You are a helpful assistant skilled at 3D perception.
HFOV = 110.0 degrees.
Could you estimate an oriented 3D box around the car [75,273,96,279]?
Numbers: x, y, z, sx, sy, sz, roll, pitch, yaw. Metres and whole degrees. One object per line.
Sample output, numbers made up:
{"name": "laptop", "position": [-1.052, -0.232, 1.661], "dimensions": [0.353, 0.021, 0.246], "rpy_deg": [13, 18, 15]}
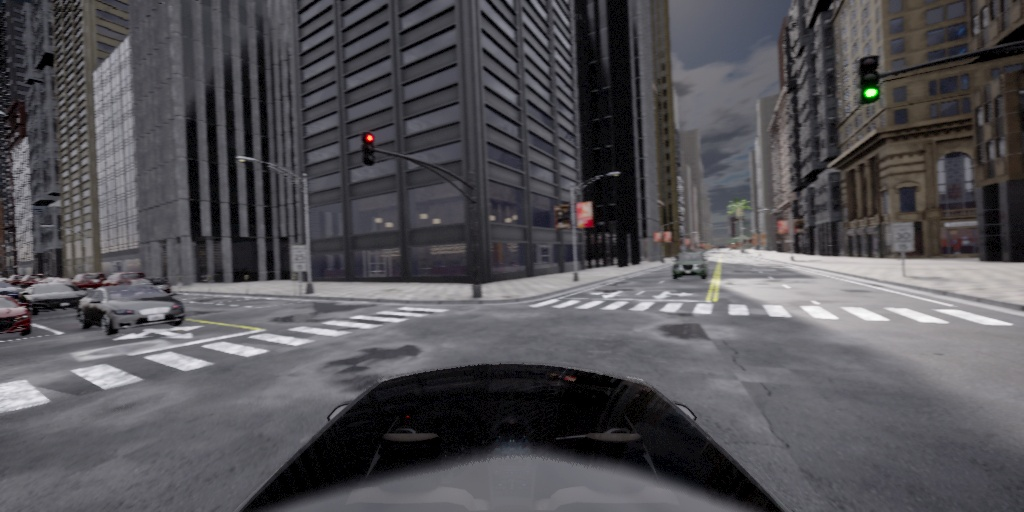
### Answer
{"name": "car", "position": [-42.813, 2.659, 36.331], "dimensions": [5.009, 1.841, 2.192], "rpy_deg": [0, 0, 30]}

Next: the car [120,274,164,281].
{"name": "car", "position": [-28.210, 2.384, 27.891], "dimensions": [4.313, 1.339, 1.948], "rpy_deg": [0, 0, 30]}

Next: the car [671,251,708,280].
{"name": "car", "position": [13.465, 0.700, 27.032], "dimensions": [2.150, 2.045, 5.566], "rpy_deg": [-3, 0, 30]}

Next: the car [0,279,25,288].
{"name": "car", "position": [-42.679, 2.909, 29.681], "dimensions": [5.357, 1.411, 2.033], "rpy_deg": [-2, 0, 30]}

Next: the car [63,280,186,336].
{"name": "car", "position": [-13.570, 1.784, 12.748], "dimensions": [4.902, 1.511, 2.128], "rpy_deg": [-2, 0, 30]}

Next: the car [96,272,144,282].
{"name": "car", "position": [-33.078, 2.310, 30.704], "dimensions": [5.009, 1.841, 2.192], "rpy_deg": [0, 0, 30]}

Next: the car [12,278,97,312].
{"name": "car", "position": [-23.953, 2.158, 18.740], "dimensions": [5.008, 1.535, 1.882], "rpy_deg": [-2, 0, 30]}

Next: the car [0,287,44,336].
{"name": "car", "position": [-17.868, 2.008, 12.069], "dimensions": [4.507, 1.381, 1.888], "rpy_deg": [0, 0, 30]}
